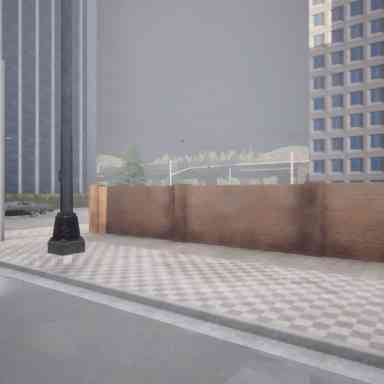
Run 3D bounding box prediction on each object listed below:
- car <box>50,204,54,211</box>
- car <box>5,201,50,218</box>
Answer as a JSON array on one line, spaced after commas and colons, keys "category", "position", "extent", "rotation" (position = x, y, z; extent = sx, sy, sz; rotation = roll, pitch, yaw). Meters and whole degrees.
[{"category": "car", "position": [-16.196, 1.547, 32.202], "extent": [2.033, 1.411, 5.357], "rotation": [0, 0, 35]}, {"category": "car", "position": [-15.006, 1.491, 27.798], "extent": [2.128, 1.511, 4.902], "rotation": [0, 0, 35]}]
